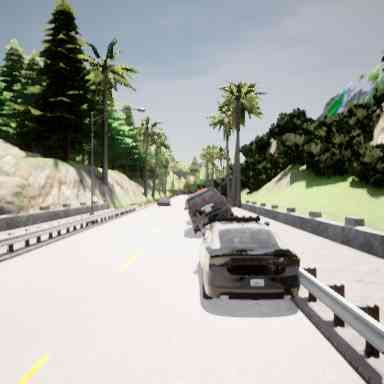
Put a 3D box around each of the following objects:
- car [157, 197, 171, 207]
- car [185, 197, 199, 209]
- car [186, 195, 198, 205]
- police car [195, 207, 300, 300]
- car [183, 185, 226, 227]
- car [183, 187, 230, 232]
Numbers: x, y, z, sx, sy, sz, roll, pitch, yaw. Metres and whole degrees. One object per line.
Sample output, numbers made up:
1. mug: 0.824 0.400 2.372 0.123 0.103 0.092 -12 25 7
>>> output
1. car: -4.102 1.465 49.556 2.033 1.411 5.357 0 0 0
2. car: 0.026 1.429 45.254 1.837 1.490 4.892 0 0 0
3. car: -0.008 1.382 57.765 1.882 1.535 5.008 0 0 0
4. police car: 1.158 1.411 8.520 1.930 1.638 5.238 0 0 0
5. car: 0.808 0.915 24.435 2.150 2.045 5.566 -25 0 0
6. car: 0.818 0.924 18.433 2.150 2.045 5.566 -25 0 0
